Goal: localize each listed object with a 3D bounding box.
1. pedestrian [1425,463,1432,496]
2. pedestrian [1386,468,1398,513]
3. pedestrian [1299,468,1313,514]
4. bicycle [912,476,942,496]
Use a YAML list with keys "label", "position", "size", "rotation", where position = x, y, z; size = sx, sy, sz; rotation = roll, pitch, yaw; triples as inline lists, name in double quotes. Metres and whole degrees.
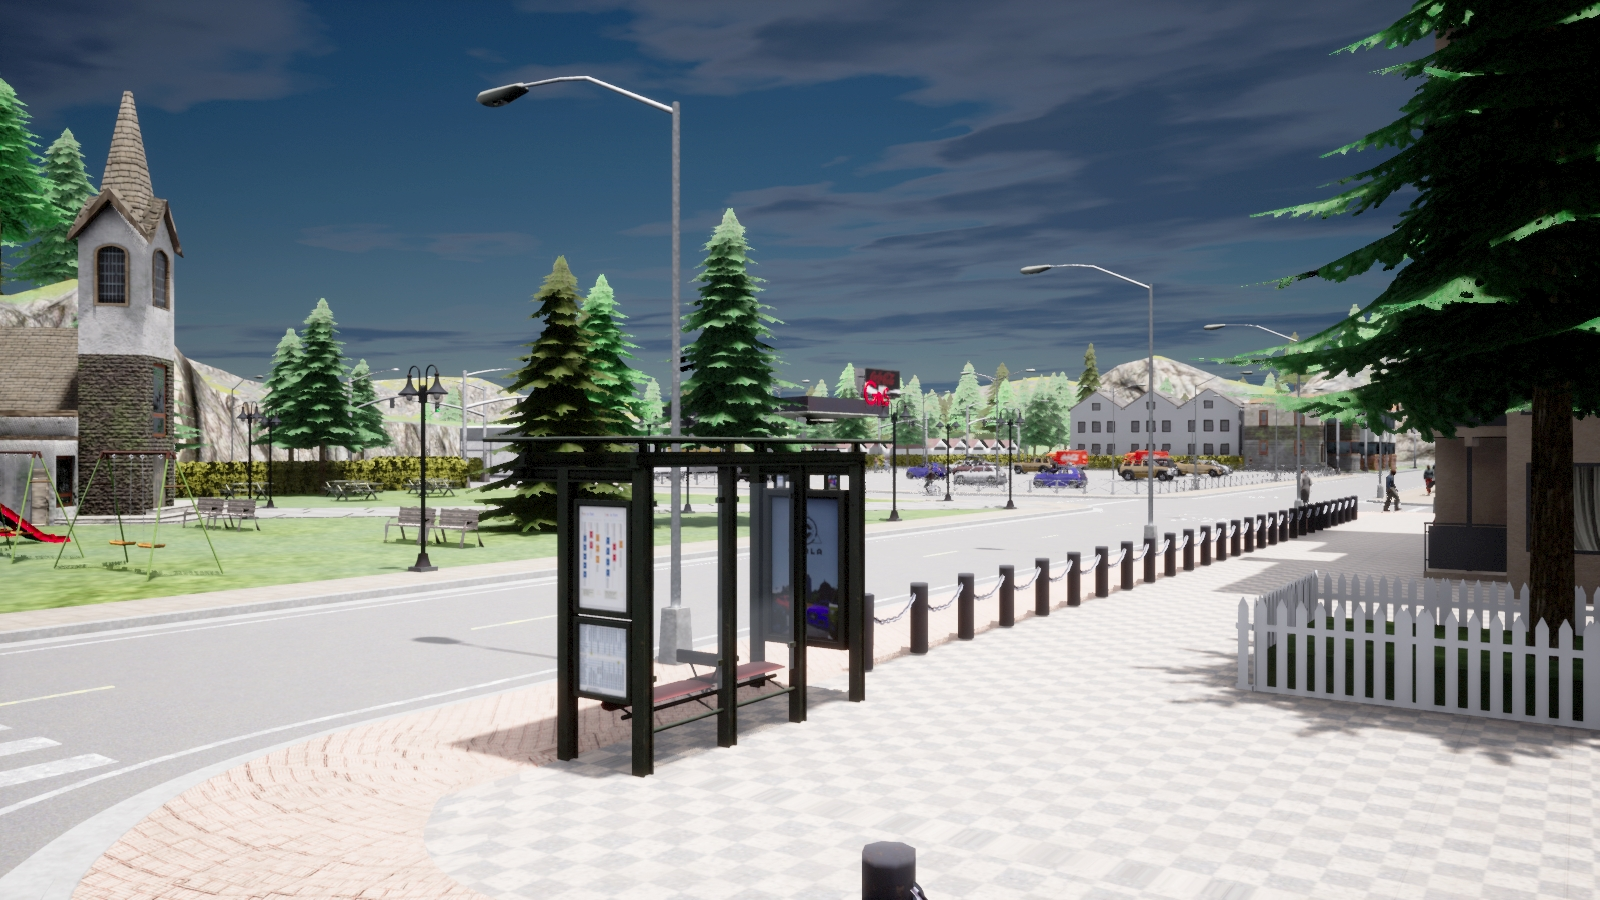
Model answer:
- label: "pedestrian"
  position: [35.520, 1.670, 64.558]
  size: [0.375, 1.860, 0.375]
  rotation: [0, 0, 30]
- label: "pedestrian"
  position: [24.675, 1.671, 47.587]
  size: [0.375, 1.860, 0.375]
  rotation: [0, 0, 39]
- label: "pedestrian"
  position: [20.594, 1.670, 46.512]
  size: [0.375, 1.860, 0.375]
  rotation: [0, 0, -16]
- label: "bicycle"
  position: [7.619, 2.185, 68.792]
  size: [1.835, 1.171, 0.329]
  rotation: [0, 0, 33]
